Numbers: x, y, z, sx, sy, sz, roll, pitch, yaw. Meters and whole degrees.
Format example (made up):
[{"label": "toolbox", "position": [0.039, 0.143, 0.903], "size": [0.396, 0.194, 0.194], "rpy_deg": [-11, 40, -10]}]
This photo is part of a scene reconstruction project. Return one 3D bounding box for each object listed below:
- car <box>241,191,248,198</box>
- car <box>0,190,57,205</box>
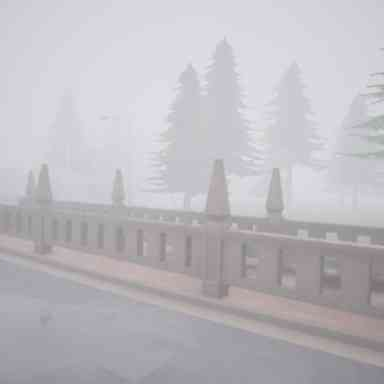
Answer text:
[{"label": "car", "position": [11.453, 0.544, 64.853], "size": [2.097, 1.767, 4.553], "rpy_deg": [2, 1, 37]}, {"label": "car", "position": [-16.458, 0.501, 34.143], "size": [1.882, 1.535, 5.008], "rpy_deg": [2, 1, 38]}]
